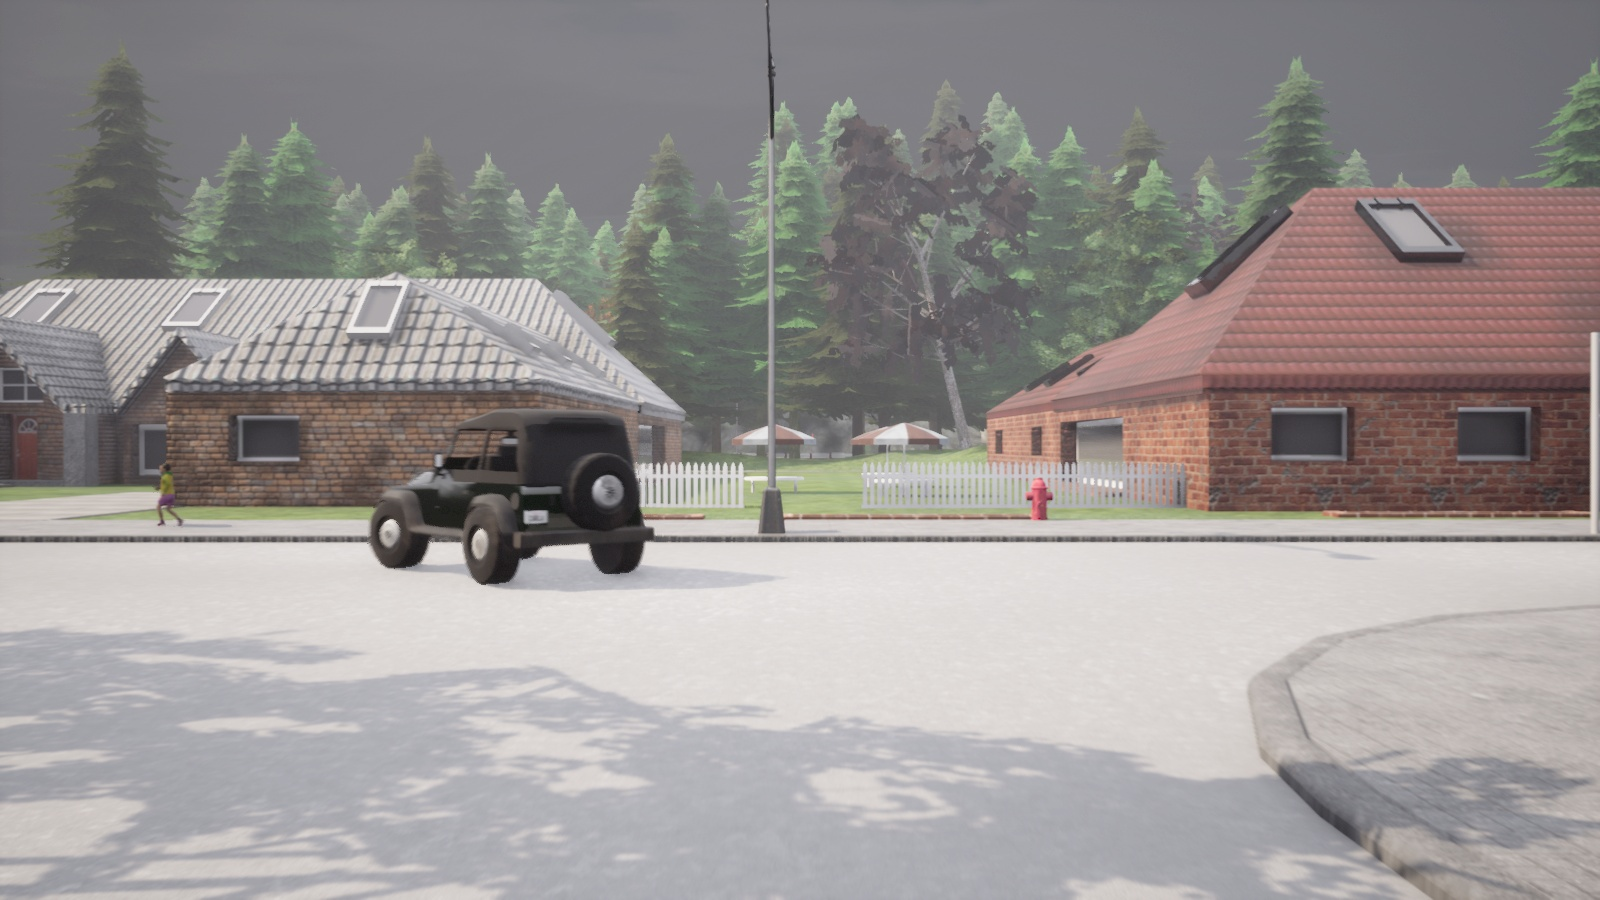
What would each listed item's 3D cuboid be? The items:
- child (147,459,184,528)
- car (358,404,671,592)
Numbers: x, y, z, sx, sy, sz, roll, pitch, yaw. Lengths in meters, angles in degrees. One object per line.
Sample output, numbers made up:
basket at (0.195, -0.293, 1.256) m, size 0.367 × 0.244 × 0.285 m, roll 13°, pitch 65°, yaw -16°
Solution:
child at (-10.711, 0.735, 21.210) m, size 0.473 × 1.160 × 0.299 m, roll 0°, pitch 0°, yaw 2°
car at (-3.430, 0.479, 14.632) m, size 1.905 × 1.878 × 3.866 m, roll 0°, pitch 0°, yaw -42°
